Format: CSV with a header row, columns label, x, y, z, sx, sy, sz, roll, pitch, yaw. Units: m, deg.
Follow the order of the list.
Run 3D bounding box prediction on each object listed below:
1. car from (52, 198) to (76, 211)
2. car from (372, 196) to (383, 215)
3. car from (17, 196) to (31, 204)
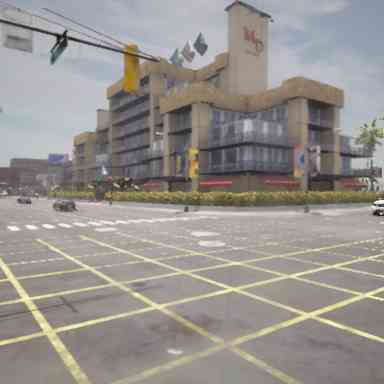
label,x,y,z,sx,sy,sz,roll,pitch,yaw
car,-15.543,1.516,40.553,1.812,1.442,4.674,0,0,-36
car,19.550,1.191,31.965,5.566,2.045,2.150,0,0,-35
car,-31.825,1.536,63.067,2.033,1.411,5.357,0,0,-36
